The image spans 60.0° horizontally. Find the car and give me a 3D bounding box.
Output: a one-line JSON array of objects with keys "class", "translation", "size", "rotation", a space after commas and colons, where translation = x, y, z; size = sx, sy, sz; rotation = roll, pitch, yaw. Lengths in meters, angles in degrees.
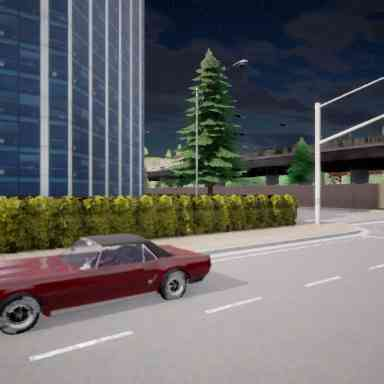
[{"class": "car", "translation": [-1.975, 1.601, 6.845], "size": [4.718, 1.301, 1.895], "rotation": [0, 0, -35]}]
